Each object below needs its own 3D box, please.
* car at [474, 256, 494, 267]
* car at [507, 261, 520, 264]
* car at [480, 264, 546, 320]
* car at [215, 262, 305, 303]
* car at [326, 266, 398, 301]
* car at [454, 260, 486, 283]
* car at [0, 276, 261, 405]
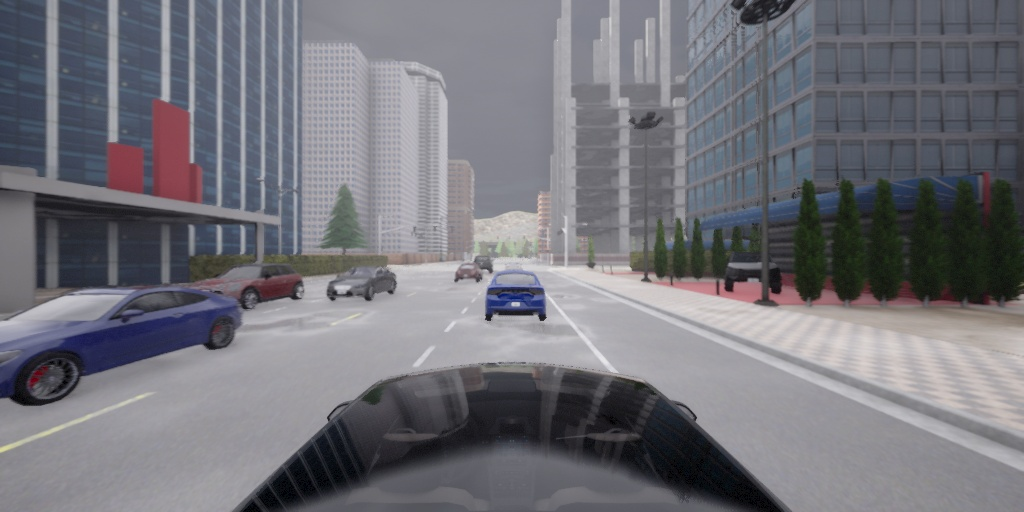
[{"bbox_3d":[-3.343,0.974,41.987,2.150,2.045,5.566,0,0,0],"label":"car"},{"bbox_3d":[0.156,1.279,39.220,1.812,1.442,4.674,0,0,0],"label":"car"},{"bbox_3d":[0.111,1.229,12.715,1.882,1.535,5.008,0,0,0],"label":"car"},{"bbox_3d":[-10.571,1.097,14.542,2.097,1.767,4.553,0,0,0],"label":"car"},{"bbox_3d":[-7.060,1.239,17.359,2.128,1.511,4.902,0,0,0],"label":"car"},{"bbox_3d":[-3.357,1.276,28.323,1.812,1.442,4.674,0,0,0],"label":"car"},{"bbox_3d":[-7.089,1.272,6.404,1.812,1.442,4.674,0,0,0],"label":"car"}]
